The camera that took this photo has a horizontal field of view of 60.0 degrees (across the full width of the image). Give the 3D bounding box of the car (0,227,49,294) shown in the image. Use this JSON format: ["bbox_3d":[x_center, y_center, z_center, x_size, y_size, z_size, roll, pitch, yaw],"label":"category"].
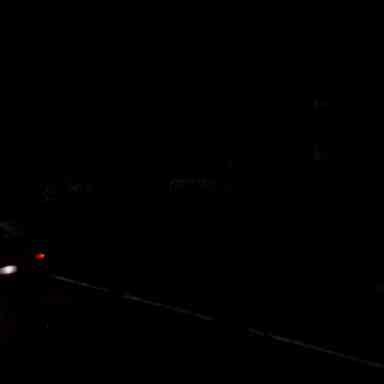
[{"bbox_3d":[-5.204,1.481,7.752,4.181,1.385,1.994,1,0,37],"label":"car"}]
